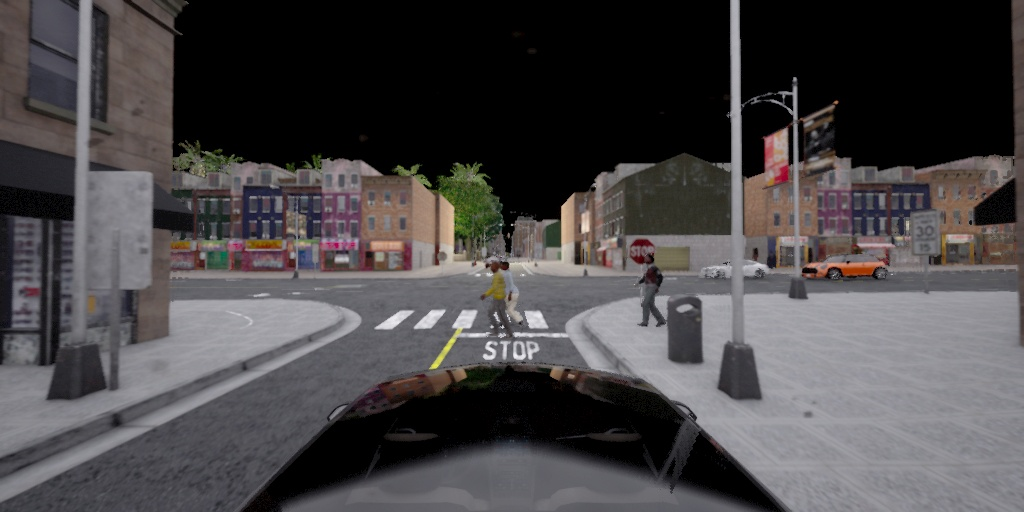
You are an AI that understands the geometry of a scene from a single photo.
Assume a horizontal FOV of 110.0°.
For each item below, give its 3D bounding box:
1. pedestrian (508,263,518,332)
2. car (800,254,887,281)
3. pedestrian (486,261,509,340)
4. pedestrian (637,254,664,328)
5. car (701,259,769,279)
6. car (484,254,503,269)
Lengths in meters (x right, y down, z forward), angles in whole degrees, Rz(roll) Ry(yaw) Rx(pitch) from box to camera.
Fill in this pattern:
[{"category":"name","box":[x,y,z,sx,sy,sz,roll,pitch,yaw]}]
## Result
[{"category":"pedestrian","box":[-0.126,0.995,9.574,0.375,1.860,0.375,1,-1,0]},{"category":"car","box":[22.160,0.702,24.133,4.553,1.767,2.097,-1,-1,0]},{"category":"pedestrian","box":[-0.346,1.002,8.375,0.375,1.860,0.375,1,-1,0]},{"category":"pedestrian","box":[3.462,0.846,8.979,0.375,1.860,0.375,1,-1,0]},{"category":"car","box":[16.962,0.994,27.333,4.674,1.442,1.812,-1,-1,-1]},{"category":"car","box":[-2.532,0.914,47.139,1.882,1.535,5.008,0,0,0]}]
